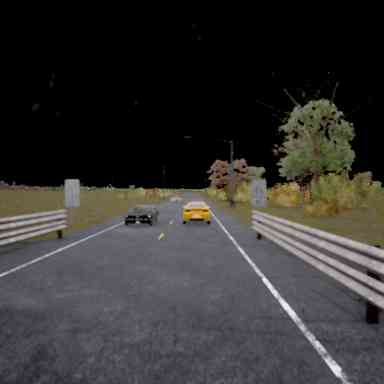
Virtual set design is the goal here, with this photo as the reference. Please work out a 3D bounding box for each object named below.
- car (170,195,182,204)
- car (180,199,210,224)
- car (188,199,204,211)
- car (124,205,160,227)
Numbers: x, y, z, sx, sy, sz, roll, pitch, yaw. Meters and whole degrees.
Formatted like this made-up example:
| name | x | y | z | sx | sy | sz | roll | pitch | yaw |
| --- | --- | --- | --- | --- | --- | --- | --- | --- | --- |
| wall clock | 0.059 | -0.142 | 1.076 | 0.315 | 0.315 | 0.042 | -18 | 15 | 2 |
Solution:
| name | x | y | z | sx | sy | sz | roll | pitch | yaw |
| --- | --- | --- | --- | --- | --- | --- | --- | --- | --- |
| car | -2.983 | 1.341 | 64.431 | 2.097 | 1.767 | 4.553 | 0 | 0 | 1 |
| car | 0.341 | 1.475 | 25.105 | 1.882 | 1.535 | 5.008 | 0 | 0 | 0 |
| car | 0.475 | 1.597 | 42.716 | 1.895 | 1.301 | 4.718 | 0 | 0 | 0 |
| car | -3.374 | 1.595 | 23.010 | 1.895 | 1.301 | 4.718 | 0 | 0 | 0 |
